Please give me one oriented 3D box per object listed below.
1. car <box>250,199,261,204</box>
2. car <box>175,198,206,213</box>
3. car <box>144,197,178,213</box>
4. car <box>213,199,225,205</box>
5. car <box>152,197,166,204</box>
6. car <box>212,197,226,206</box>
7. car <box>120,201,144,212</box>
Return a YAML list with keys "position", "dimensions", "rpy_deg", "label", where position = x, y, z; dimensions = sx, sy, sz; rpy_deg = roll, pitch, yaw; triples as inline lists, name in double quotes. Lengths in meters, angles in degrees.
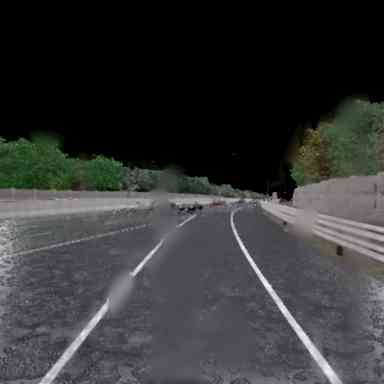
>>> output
- position: [17.469, 2.574, 93.286]
  dimensions: [2.033, 1.411, 5.357]
  rpy_deg: [0, -1, 17]
  label: "car"
- position: [0.050, 1.646, 37.746]
  dimensions: [1.895, 1.301, 4.718]
  rpy_deg: [0, -1, 17]
  label: "car"
- position: [-3.317, 1.571, 38.778]
  dimensions: [2.128, 1.511, 4.902]
  rpy_deg: [-2, -1, 17]
  label: "car"
- position: [6.609, 2.398, 82.049]
  dimensions: [1.895, 1.301, 4.718]
  rpy_deg: [0, -1, 17]
  label: "car"
- position: [-9.009, 2.231, 90.729]
  dimensions: [2.097, 1.767, 4.553]
  rpy_deg: [0, -1, 17]
  label: "car"
- position: [5.438, 1.891, 66.616]
  dimensions: [2.097, 1.767, 4.553]
  rpy_deg: [0, -1, 17]
  label: "car"
- position: [-6.633, 1.732, 39.839]
  dimensions: [1.895, 1.301, 4.718]
  rpy_deg: [-1, 0, 17]
  label: "car"
